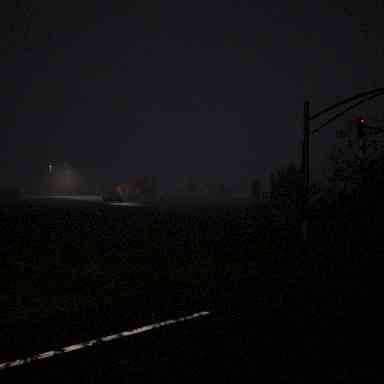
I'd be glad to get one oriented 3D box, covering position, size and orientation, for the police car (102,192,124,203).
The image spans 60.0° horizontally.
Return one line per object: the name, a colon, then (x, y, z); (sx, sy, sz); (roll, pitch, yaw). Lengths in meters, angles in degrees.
police car: (-11.805, 0.821, 49.790); (2.038, 1.542, 4.974); (1, 0, -32)
